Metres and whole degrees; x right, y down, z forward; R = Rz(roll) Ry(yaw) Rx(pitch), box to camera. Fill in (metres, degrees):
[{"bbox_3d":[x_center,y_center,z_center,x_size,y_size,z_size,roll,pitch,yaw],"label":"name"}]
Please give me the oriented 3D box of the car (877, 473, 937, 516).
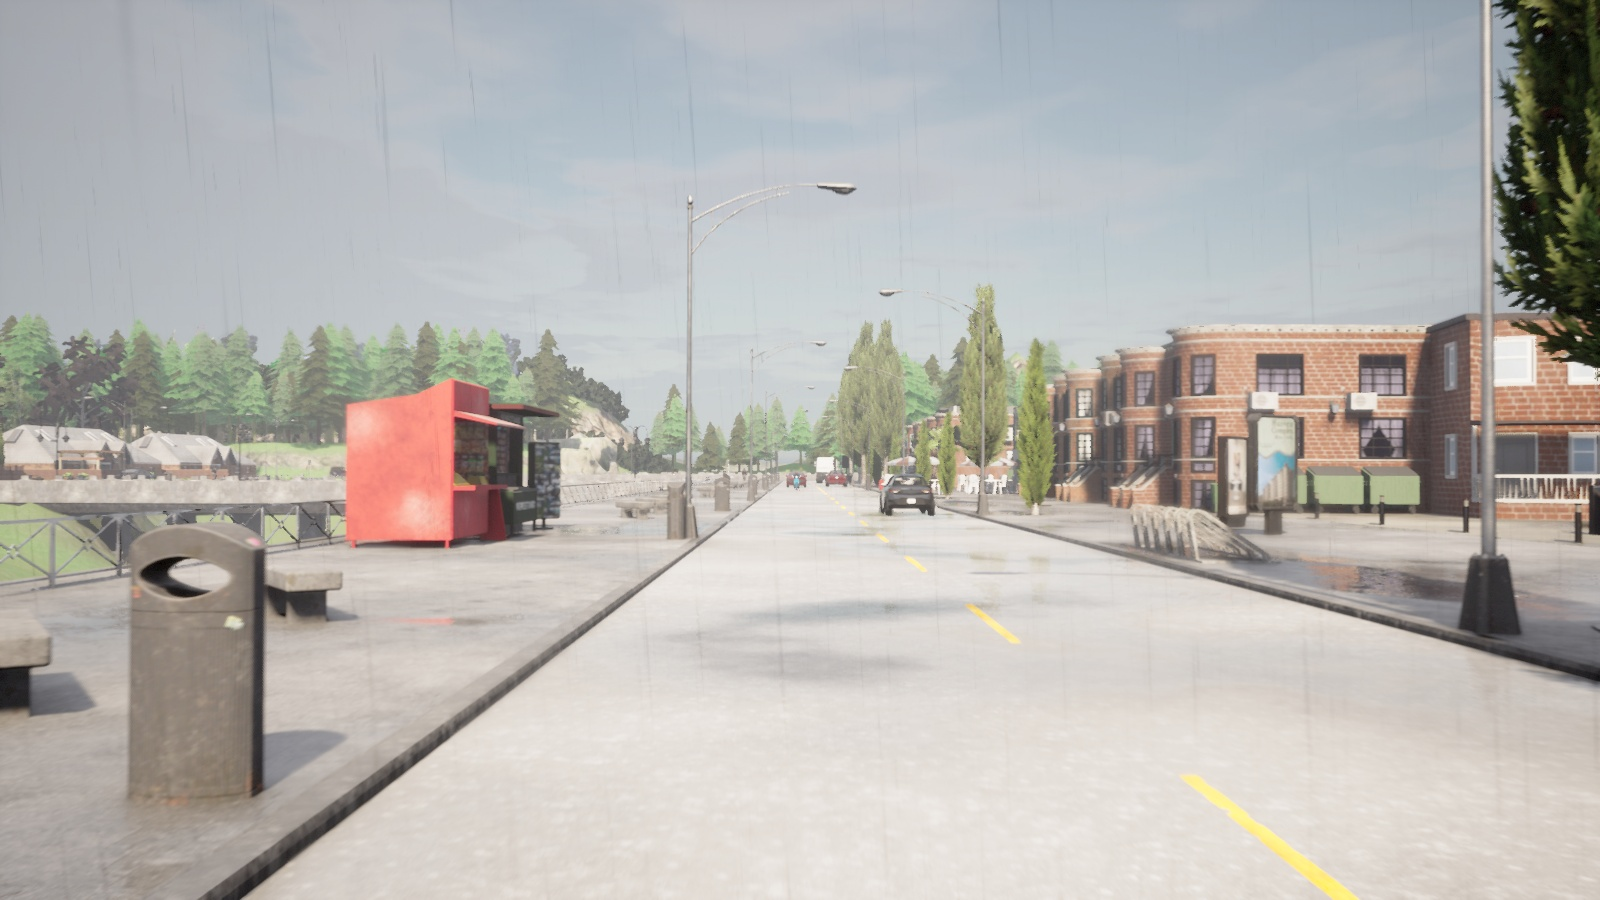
[{"bbox_3d":[3.880,1.582,45.924,1.816,1.474,4.193,0,-1,0],"label":"car"}]
